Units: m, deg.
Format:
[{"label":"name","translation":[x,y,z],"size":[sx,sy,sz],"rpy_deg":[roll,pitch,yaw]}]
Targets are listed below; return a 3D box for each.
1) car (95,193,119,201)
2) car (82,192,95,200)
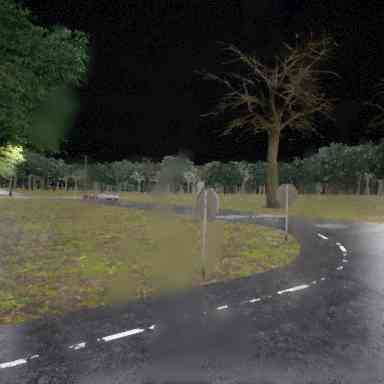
[{"label":"car","translation":[-13.529,0.766,53.488],"size":[1.895,1.301,4.718],"rpy_deg":[2,-1,-34]},{"label":"car","translation":[-18.266,0.732,60.042],"size":[1.895,1.301,4.718],"rpy_deg":[2,-1,-36]}]
